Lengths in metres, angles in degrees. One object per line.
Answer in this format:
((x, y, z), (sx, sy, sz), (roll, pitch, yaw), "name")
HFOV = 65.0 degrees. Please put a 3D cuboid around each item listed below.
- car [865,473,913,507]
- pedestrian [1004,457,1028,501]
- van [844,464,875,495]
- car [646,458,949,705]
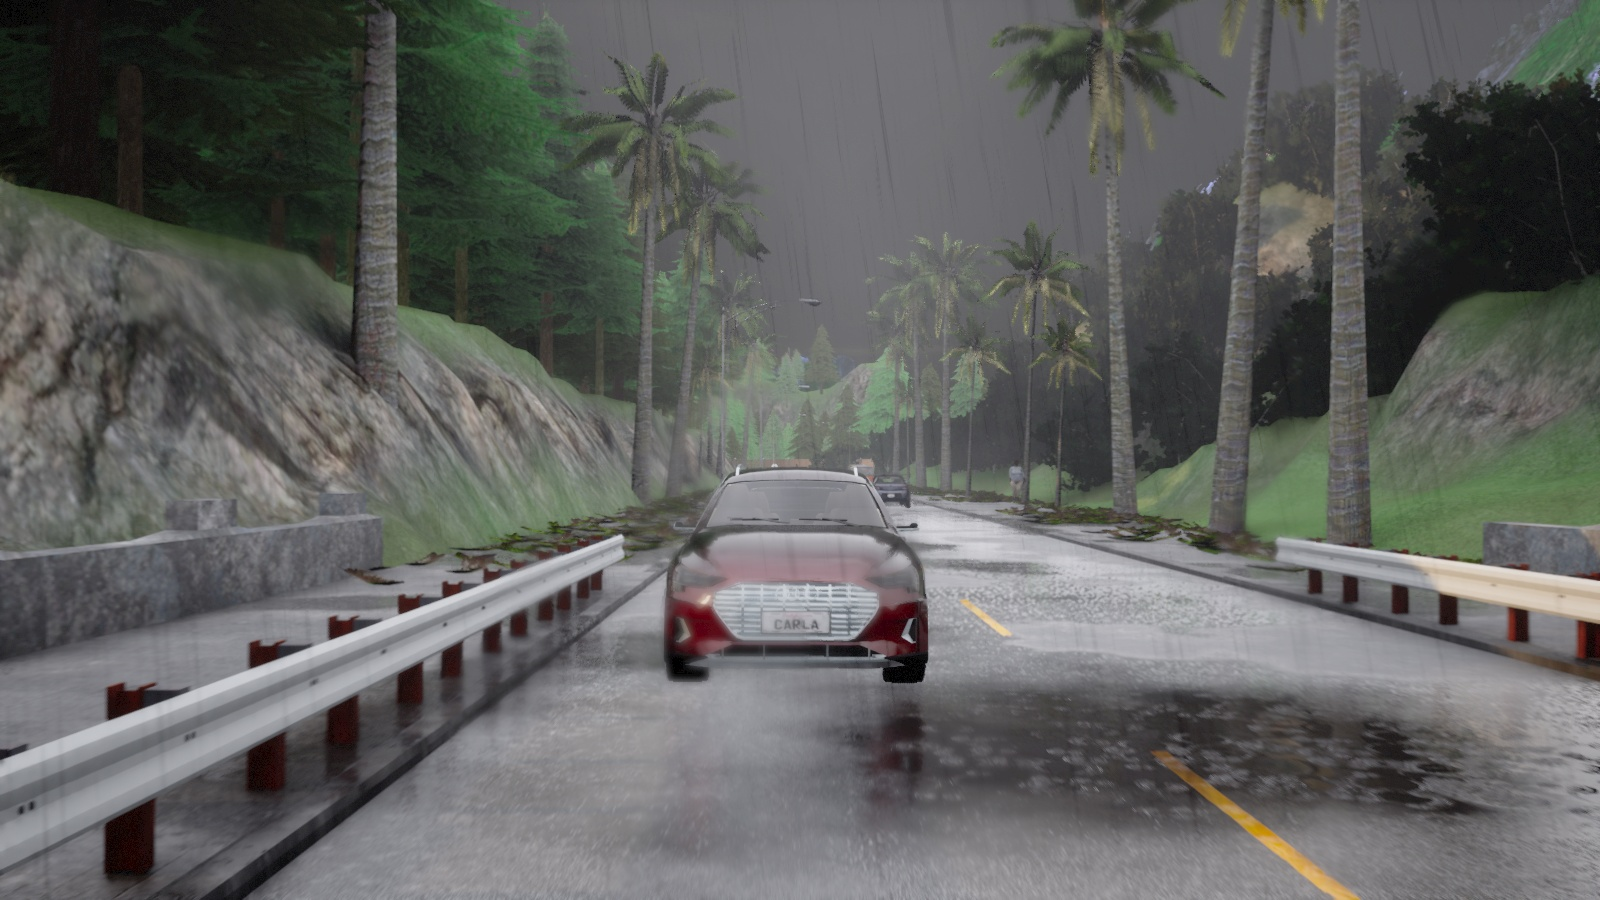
((3.881, 1.743, 55.598), (1.816, 1.474, 4.193), (0, -1, 0), "car")
((9.369, 1.257, 54.420), (0.874, 1.855, 0.900), (0, -1, 0), "pedestrian")
((3.825, 1.921, 81.777), (1.775, 1.987, 4.442), (0, -1, 0), "van")
((-0.024, 0.927, 10.874), (2.033, 1.649, 4.856), (0, -1, 0), "car")
